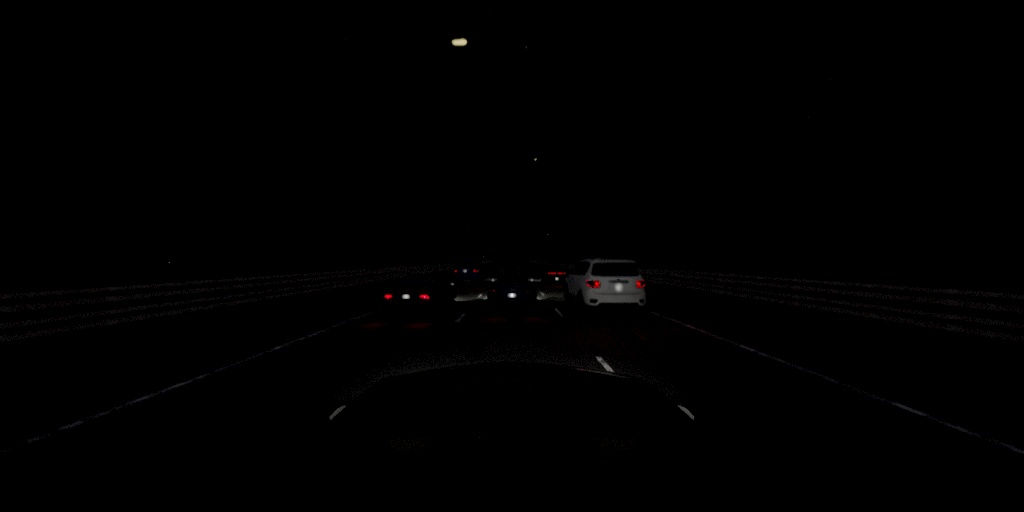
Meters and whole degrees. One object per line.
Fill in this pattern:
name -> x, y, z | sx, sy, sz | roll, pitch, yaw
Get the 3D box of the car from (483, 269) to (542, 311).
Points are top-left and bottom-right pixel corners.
car -> 0.020, 1.445, 15.307 | 1.994, 1.385, 4.181 | 0, 0, 0

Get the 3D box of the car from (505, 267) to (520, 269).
car -> 0.025, 1.578, 30.390 | 1.994, 1.385, 4.181 | 0, 0, 0

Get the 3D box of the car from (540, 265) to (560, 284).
car -> 3.521, 1.520, 30.324 | 1.837, 1.490, 4.892 | 0, 0, 0

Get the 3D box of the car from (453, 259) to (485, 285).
car -> -3.489, 1.230, 29.382 | 2.150, 2.045, 5.566 | 0, 0, 0

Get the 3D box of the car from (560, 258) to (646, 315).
car -> 3.509, 1.097, 14.429 | 2.150, 2.045, 5.566 | 0, 0, 0

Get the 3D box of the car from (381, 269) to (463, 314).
car -> -3.491, 1.419, 14.346 | 2.033, 1.411, 5.357 | 0, -1, 0
